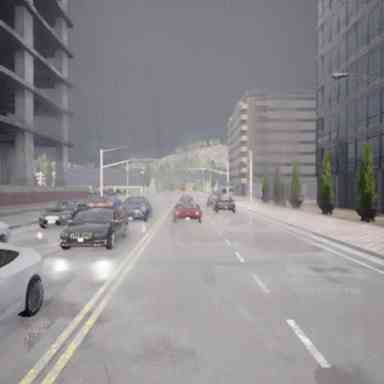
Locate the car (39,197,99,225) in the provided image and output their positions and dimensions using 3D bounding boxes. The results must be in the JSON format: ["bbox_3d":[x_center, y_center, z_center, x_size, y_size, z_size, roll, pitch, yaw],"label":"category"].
[{"bbox_3d":[-7.456,1.290,20.008,2.128,1.511,4.902,0,1,-1],"label":"car"}]

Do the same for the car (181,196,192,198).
[{"bbox_3d":[-0.653,1.144,39.483,2.033,1.411,5.357,0,1,-1],"label":"car"}]

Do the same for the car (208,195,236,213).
[{"bbox_3d":[3.013,1.165,31.866,2.128,1.511,4.902,0,1,-1],"label":"car"}]

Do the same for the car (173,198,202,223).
[{"bbox_3d":[-0.322,1.363,23.197,1.895,1.301,4.718,0,1,-1],"label":"car"}]

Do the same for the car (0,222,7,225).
[{"bbox_3d":[-7.270,1.425,9.977,1.812,1.442,4.674,0,1,-1],"label":"car"}]

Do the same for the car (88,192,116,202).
[{"bbox_3d":[-7.471,1.121,25.684,2.097,1.767,4.553,0,1,-1],"label":"car"}]

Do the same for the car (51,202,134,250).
[{"bbox_3d":[-3.840,1.365,13.750,1.837,1.490,4.892,0,1,-1],"label":"car"}]

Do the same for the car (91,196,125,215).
[{"bbox_3d":[-7.627,1.167,30.598,1.882,1.535,5.008,0,1,0],"label":"car"}]

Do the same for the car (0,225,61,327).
[{"bbox_3d":[-3.664,1.478,4.608,1.812,1.442,4.674,0,0,-1],"label":"car"}]

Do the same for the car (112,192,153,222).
[{"bbox_3d":[-4.023,1.109,23.825,2.097,1.767,4.553,0,1,-1],"label":"car"}]
